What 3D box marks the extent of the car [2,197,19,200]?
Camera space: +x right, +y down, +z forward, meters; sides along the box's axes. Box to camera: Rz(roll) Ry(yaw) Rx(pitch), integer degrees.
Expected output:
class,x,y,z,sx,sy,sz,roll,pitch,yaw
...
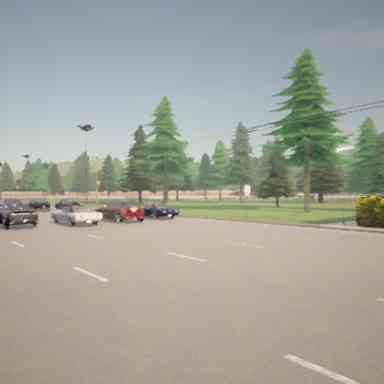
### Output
class,x,y,z,sx,sy,sz,roll,pitch,yaw
car,-20.348,1.446,37.018,2.097,1.767,4.553,0,0,-42

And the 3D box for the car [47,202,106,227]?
class,x,y,z,sx,sy,sz,roll,pitch,yaw
car,-8.179,1.633,23.284,1.895,1.301,4.718,0,0,-42

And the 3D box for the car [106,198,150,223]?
class,x,y,z,sx,sy,sz,roll,pitch,yaw
car,-5.637,1.368,25.692,2.097,1.767,4.553,0,0,-42

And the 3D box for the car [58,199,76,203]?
class,x,y,z,sx,sy,sz,roll,pitch,yaw
car,-16.073,1.592,42.729,1.812,1.442,4.674,0,0,-42

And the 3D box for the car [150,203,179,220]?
class,x,y,z,sx,sy,sz,roll,pitch,yaw
car,-3.245,1.601,28.269,1.895,1.301,4.718,0,0,-42

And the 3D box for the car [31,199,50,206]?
class,x,y,z,sx,sy,sz,roll,pitch,yaw
car,-18.990,1.562,40.764,1.882,1.535,5.008,0,0,-42

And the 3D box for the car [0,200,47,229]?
class,x,y,z,sx,sy,sz,roll,pitch,yaw
car,-11.697,1.545,21.975,2.128,1.511,4.902,0,0,-42
